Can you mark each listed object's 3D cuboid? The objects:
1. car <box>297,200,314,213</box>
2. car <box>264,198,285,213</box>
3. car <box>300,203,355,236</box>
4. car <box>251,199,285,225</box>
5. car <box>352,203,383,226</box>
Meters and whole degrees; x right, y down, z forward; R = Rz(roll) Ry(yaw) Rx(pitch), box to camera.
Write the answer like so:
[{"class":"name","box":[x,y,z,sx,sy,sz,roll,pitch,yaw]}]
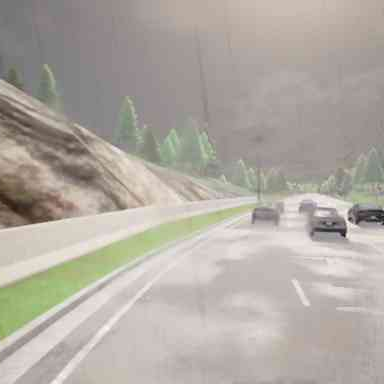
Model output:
[{"class":"car","box":[12.907,1.587,37.152,1.812,1.442,4.674,0,0,17]},{"class":"car","box":[9.648,1.527,38.469,2.128,1.511,4.902,0,0,17]},{"class":"car","box":[7.400,1.585,18.662,2.033,1.411,5.357,0,0,16]},{"class":"car","box":[5.495,1.508,24.553,2.128,1.511,4.902,0,0,16]},{"class":"car","box":[12.839,1.551,24.677,1.882,1.535,5.008,0,0,16]}]
